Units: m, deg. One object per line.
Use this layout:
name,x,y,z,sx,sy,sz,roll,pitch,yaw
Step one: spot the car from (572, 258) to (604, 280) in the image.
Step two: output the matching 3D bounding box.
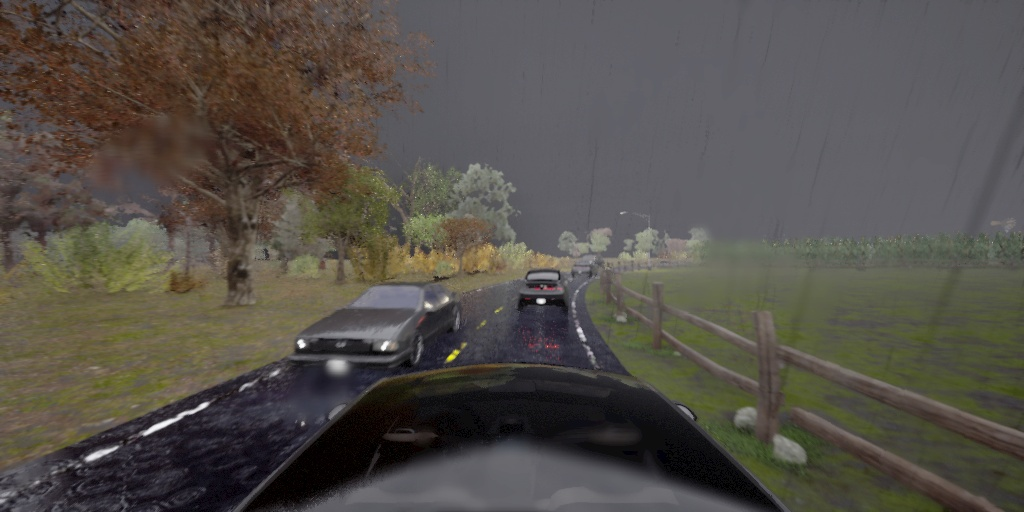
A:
car,6.839,1.192,33.365,2.128,1.511,4.902,0,0,22

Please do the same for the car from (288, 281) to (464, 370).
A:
car,-2.449,1.292,8.142,2.033,1.411,5.357,0,0,5

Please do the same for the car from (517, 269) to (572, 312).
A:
car,1.364,1.260,14.417,1.837,1.490,4.892,0,0,9

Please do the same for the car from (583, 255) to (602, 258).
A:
car,10.196,0.882,46.446,2.150,2.045,5.566,0,0,32
